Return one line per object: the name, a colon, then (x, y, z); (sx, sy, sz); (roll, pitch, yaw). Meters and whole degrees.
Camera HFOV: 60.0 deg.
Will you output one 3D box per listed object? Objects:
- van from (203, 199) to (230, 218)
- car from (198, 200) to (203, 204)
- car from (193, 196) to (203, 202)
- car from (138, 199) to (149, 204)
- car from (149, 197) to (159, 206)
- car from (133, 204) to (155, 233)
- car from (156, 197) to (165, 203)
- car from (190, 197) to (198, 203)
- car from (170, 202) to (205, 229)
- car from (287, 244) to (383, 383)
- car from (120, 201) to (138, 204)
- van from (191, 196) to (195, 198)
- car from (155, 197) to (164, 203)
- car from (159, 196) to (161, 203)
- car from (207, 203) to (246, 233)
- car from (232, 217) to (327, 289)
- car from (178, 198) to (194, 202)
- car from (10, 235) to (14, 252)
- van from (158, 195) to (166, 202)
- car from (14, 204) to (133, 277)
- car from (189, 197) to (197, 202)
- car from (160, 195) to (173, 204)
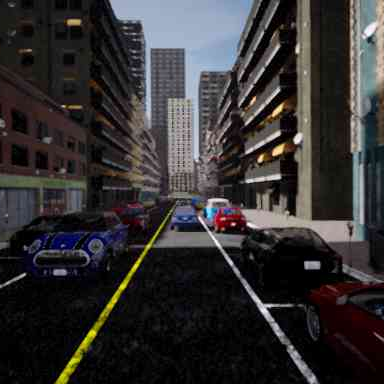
van: (2.004, 1.434, 25.641); (1.690, 1.788, 3.998); (-1, 0, -2)
car: (1.853, 1.684, 31.162); (1.947, 1.339, 4.313); (-1, 0, -2)
car: (1.381, 1.723, 47.895); (1.752, 1.417, 4.829); (-1, 0, -2)
car: (-6.835, 1.823, 41.981); (1.802, 1.307, 4.206); (-1, 0, -2)
car: (-7.297, 1.847, 58.375); (1.752, 1.417, 4.829); (-1, 0, -2)
car: (-3.630, 1.682, 20.521); (1.994, 1.385, 4.181); (0, 0, -2)
car: (-8.078, 2.007, 86.151); (1.887, 1.381, 4.507); (-1, 0, -2)
car: (0.455, 1.914, 80.852); (2.008, 1.369, 4.403); (-1, 0, -2)
car: (-0.485, 1.647, 22.441); (2.033, 1.411, 5.357); (0, 0, -2)
car: (2.630, 1.575, 3.556); (1.802, 1.307, 4.206); (-1, 0, -2)
car: (-6.525, 1.734, 30.938); (1.887, 1.381, 4.507); (-1, 0, -2)
van: (1.072, 1.593, 58.769); (1.690, 1.788, 3.998); (-1, 0, -2)
car: (-7.922, 1.979, 80.629); (1.887, 1.381, 4.507); (-1, 0, -2)
car: (-7.766, 1.972, 75.108); (1.947, 1.339, 4.313); (-1, 0, -2)
car: (2.163, 1.612, 20.119); (1.887, 1.381, 4.507); (-1, 0, -2)
car: (2.474, 1.583, 9.077); (1.947, 1.339, 4.313); (-1, 0, -2)
car: (-1.125, 1.808, 45.239); (1.895, 1.301, 4.718); (0, 0, -2)
car: (-6.059, 1.679, 14.374); (1.947, 1.339, 4.313); (-1, 0, -2)
van: (-8.236, 1.833, 91.673); (1.690, 1.788, 3.998); (-1, 0, -2)
car: (-3.352, 1.425, 10.549); (2.097, 1.767, 4.553); (0, 0, -2)
car: (0.300, 1.943, 86.373); (2.008, 1.369, 4.403); (-1, 0, -2)
car: (-4.900, 1.768, 69.107); (2.033, 1.411, 5.357); (0, 0, -2)
